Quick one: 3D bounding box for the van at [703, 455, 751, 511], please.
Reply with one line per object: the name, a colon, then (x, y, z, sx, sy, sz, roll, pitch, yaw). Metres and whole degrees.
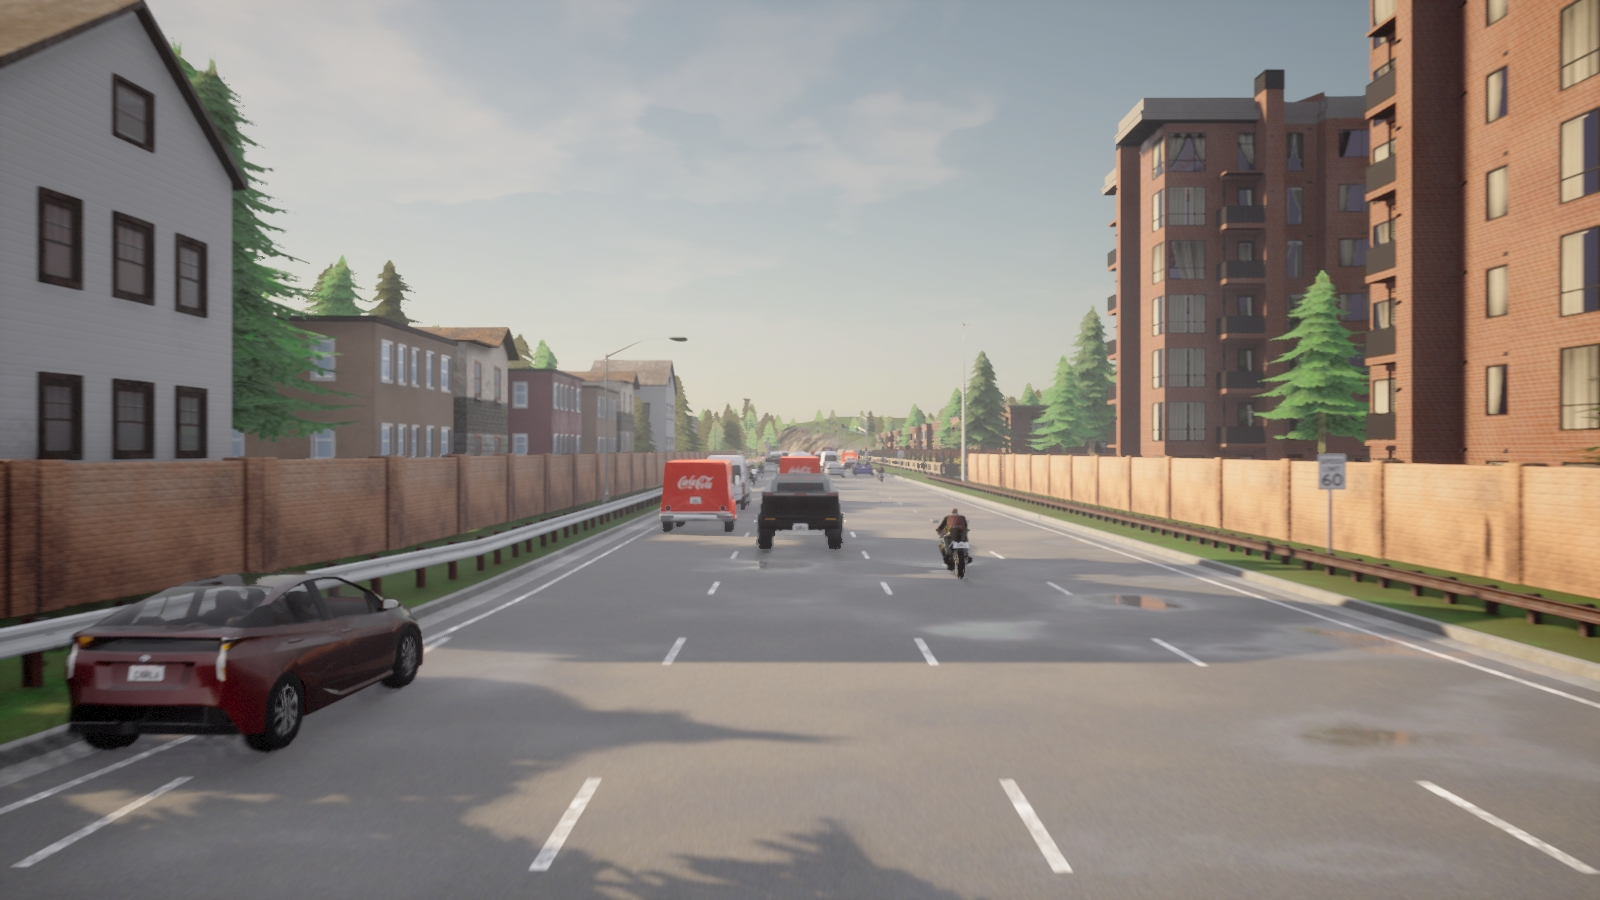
van: (-3.499, 1.535, 55.690, 1.988, 2.561, 5.915, 0, 0, 0)

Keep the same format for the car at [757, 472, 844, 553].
car: (0.011, 1.754, 34.276, 2.390, 2.098, 6.274, 0, 0, 0)

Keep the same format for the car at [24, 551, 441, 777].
car: (-5.601, 2.040, 12.091, 2.007, 1.525, 4.514, 0, 0, 3)

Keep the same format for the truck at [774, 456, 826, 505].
truck: (0.006, 1.568, 61.148, 2.627, 2.467, 5.204, 0, 0, 0)

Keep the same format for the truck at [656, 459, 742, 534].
truck: (-3.490, 1.571, 40.662, 2.627, 2.467, 5.204, 0, 0, 0)

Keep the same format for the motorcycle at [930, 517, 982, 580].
motorcycle: (3.505, 2.205, 25.893, 0.867, 1.251, 2.209, 0, 0, 0)
